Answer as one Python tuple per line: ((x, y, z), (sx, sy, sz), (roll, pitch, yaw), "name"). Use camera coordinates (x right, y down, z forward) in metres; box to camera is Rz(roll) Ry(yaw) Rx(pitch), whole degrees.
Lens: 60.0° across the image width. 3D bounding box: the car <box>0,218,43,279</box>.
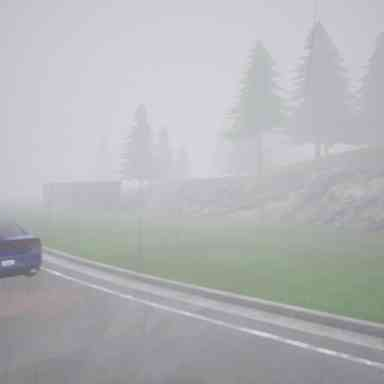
((-5.902, 1.430, 9.190), (5.008, 1.535, 1.882), (0, 0, 44), "car")
